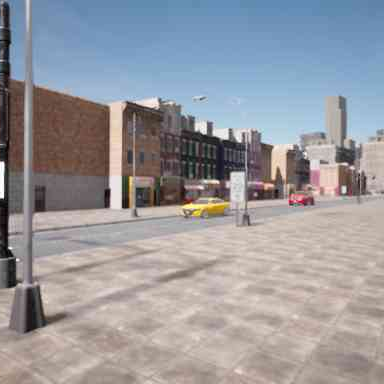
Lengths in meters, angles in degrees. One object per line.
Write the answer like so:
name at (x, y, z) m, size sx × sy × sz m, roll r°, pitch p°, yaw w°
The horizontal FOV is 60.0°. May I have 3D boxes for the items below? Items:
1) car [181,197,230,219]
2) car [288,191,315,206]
car at (1.128, 1.192, 26.033) m, size 1.882 × 1.535 × 5.008 m, roll 1°, pitch 1°, yaw 36°
car at (14.995, 0.842, 45.317) m, size 2.150 × 2.045 × 5.566 m, roll 1°, pitch 0°, yaw 36°
